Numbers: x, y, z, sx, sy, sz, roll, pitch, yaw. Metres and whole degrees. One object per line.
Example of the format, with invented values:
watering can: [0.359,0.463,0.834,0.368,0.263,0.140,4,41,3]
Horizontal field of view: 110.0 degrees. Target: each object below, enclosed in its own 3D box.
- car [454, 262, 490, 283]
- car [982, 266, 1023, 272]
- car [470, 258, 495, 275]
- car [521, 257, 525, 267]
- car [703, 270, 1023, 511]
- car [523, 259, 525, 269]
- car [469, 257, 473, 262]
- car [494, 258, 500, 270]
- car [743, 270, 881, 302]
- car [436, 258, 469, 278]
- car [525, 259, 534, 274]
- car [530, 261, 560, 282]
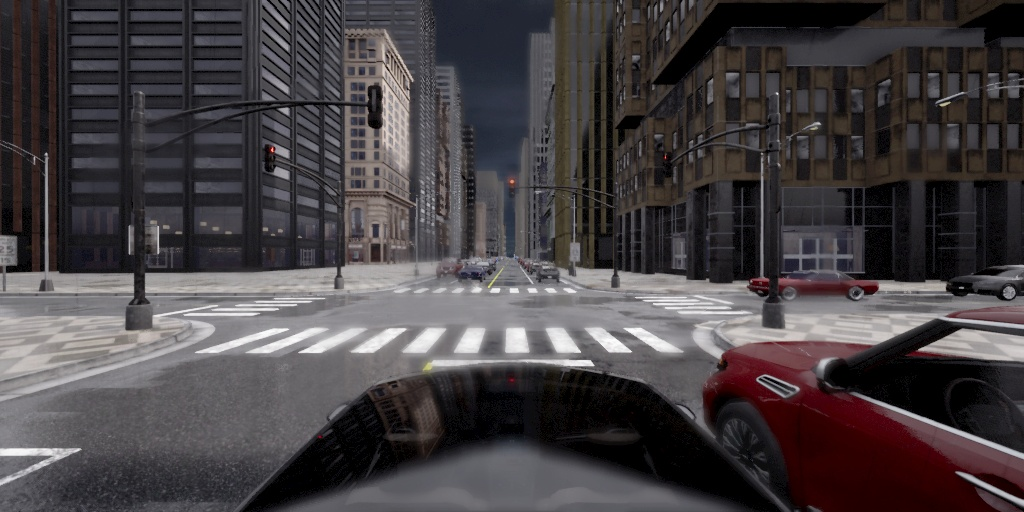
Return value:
car: [-3.090,1.352,28.447,1.895,1.301,4.718,0,0,0]
car: [22.959,1.197,16.404,4.892,1.490,1.837,0,0,0]
car: [-3.087,1.279,38.415,1.812,1.442,4.674,0,0,0]
car: [2.782,1.199,56.391,1.967,1.591,4.097,0,0,0]
car: [2.762,1.065,1.215,2.192,1.841,5.009,0,0,0]
car: [2.778,1.300,45.110,1.888,1.381,4.507,0,0,0]
car: [-5.749,1.193,39.464,1.967,1.591,4.097,0,0,0]
car: [-3.076,1.304,48.784,2.033,1.411,5.357,0,0,0]
car: [13.524,1.314,16.361,4.718,1.301,1.895,0,0,0]
car: [-5.751,1.067,33.822,2.192,1.841,5.009,0,0,0]
car: [2.776,1.304,39.469,2.007,1.370,4.403,0,0,0]
car: [2.772,1.302,28.188,2.007,1.370,4.403,0,0,0]
